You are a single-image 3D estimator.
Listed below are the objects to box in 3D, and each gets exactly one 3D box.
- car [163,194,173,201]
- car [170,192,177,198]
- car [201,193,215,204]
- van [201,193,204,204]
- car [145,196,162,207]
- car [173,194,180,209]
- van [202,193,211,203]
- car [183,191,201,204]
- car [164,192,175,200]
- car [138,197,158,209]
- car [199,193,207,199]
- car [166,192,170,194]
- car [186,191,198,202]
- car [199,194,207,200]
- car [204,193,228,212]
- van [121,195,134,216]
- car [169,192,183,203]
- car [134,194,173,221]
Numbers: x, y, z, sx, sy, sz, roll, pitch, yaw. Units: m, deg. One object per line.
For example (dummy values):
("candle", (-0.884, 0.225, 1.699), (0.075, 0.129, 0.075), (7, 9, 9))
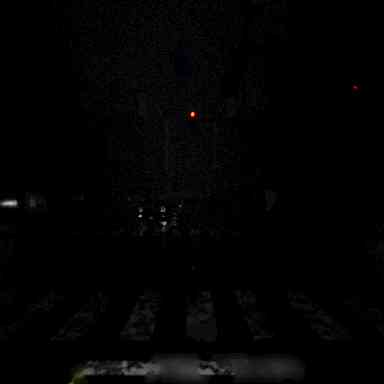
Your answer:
("car", (-5.367, 1.205, 73.882), (1.947, 1.339, 4.313), (0, 0, 0))
("car", (-5.353, 0.877, 95.401), (1.690, 1.788, 3.998), (0, 0, 0))
("car", (2.707, 1.034, 57.661), (2.192, 1.841, 5.009), (0, 0, 0))
("van", (2.710, 1.087, 52.254), (1.690, 1.788, 3.998), (0, 0, 0))
("car", (-5.386, 1.317, 46.851), (1.887, 1.381, 4.507), (0, 0, 0))
("car", (-2.826, 1.302, 41.901), (1.837, 1.490, 4.892), (0, 0, 0))
("van", (2.705, 1.034, 63.067), (1.690, 1.788, 3.998), (0, 0, 0))
("car", (0.075, 1.080, 55.943), (2.097, 1.767, 4.553), (0, 0, 0))
("car", (-5.364, 0.928, 79.287), (2.192, 1.841, 5.009), (0, 0, 0))
("car", (-5.389, 1.365, 41.445), (1.947, 1.339, 4.313), (0, 0, 0))
("car", (2.694, 1.026, 84.691), (1.967, 1.590, 4.097), (0, 0, 0))
("car", (-5.375, 1.219, 62.900), (1.752, 1.417, 4.829), (0, 0, 0))
("car", (0.026, 0.900, 65.868), (2.150, 2.045, 5.566), (0, 0, 0))
("car", (2.696, 1.137, 79.456), (1.752, 1.417, 4.829), (0, 0, 0))
("car", (2.718, 1.140, 36.035), (2.192, 1.841, 5.009), (0, 0, 0))
("van", (-5.397, 1.193, 30.631), (1.690, 1.788, 3.998), (0, 0, 0))
("car", (-2.726, 1.255, 60.009), (1.837, 1.490, 4.892), (0, 0, 0))
("car", (-2.842, 1.229, 25.441), (2.097, 1.767, 4.553), (0, 0, 0))
